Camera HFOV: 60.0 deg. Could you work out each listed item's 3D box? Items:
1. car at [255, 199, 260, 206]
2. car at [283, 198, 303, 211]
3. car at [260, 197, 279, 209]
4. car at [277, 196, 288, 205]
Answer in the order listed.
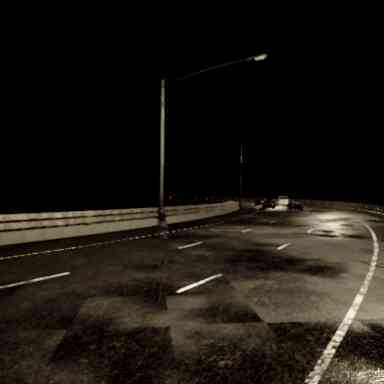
[{"bbox_3d":[13.751,2.042,65.810,2.128,1.511,4.902,1,0,0],"label":"car"},{"bbox_3d":[15.321,2.019,49.567,2.033,1.411,5.357,1,-1,10],"label":"car"},{"bbox_3d":[12.466,1.969,53.943,1.837,1.490,4.892,1,0,9],"label":"car"},{"bbox_3d":[17.126,1.799,63.861,2.150,2.045,5.566,1,0,3],"label":"car"}]
